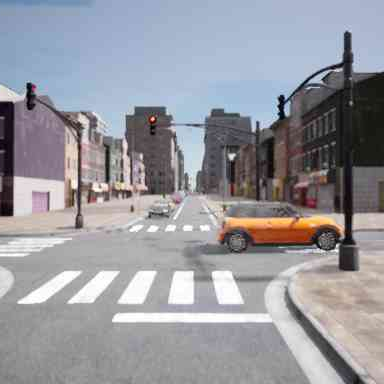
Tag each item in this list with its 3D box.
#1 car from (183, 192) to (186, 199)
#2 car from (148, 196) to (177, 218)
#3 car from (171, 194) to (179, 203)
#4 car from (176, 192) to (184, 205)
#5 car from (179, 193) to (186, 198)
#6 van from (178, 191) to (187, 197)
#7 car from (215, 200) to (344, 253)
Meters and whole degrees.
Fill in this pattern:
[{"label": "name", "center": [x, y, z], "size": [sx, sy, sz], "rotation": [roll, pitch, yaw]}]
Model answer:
[{"label": "car", "center": [-2.526, 1.093, 55.600], "size": [1.947, 1.339, 4.313], "rotation": [1, 1, 0]}, {"label": "car", "center": [-2.575, 1.336, 27.357], "size": [2.008, 1.369, 4.403], "rotation": [1, 0, 0]}, {"label": "car", "center": [-2.565, 1.263, 32.836], "size": [1.752, 1.417, 4.829], "rotation": [1, 0, 0]}, {"label": "car", "center": [-2.535, 1.124, 49.952], "size": [1.887, 1.381, 4.507], "rotation": [1, 1, 0]}, {"label": "car", "center": [-2.470, 0.846, 89.489], "size": [1.802, 1.307, 4.206], "rotation": [1, 0, 0]}, {"label": "van", "center": [-2.503, 0.772, 66.895], "size": [1.690, 1.788, 3.998], "rotation": [1, 0, 0]}, {"label": "car", "center": [3.159, 1.165, 12.267], "size": [4.553, 1.767, 2.097], "rotation": [-1, -1, 0]}]
